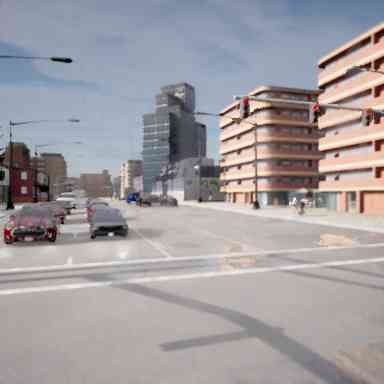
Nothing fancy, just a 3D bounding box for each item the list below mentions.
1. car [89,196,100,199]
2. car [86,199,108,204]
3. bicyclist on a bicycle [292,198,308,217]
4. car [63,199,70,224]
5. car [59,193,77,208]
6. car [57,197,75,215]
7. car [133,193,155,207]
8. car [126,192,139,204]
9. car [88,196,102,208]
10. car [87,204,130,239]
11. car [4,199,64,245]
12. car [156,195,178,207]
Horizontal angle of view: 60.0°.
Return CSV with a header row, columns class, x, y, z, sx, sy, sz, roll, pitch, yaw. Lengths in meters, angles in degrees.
class,x,y,z,sx,sy,sz,roll,pitch,yaw
car,-10.638,1.511,37.022,1.812,1.442,4.674,0,0,-18
car,-7.588,1.583,27.477,1.812,1.442,4.674,0,0,-18
bicyclist on a bicycle,9.318,1.325,28.766,1.656,1.620,0.582,-1,0,-18
car,-10.540,1.554,25.206,1.882,1.535,5.008,0,0,-18
car,-16.520,1.157,43.984,2.150,2.045,5.566,0,0,-16
car,-13.306,1.577,33.866,1.994,1.385,4.181,0,0,-18
car,-7.248,1.385,49.834,1.837,1.490,4.892,0,0,-17
car,-10.342,1.051,59.283,2.150,2.045,5.566,0,0,-18
car,-13.755,1.414,46.861,1.837,1.490,4.892,0,0,-17
car,-4.694,1.642,18.455,2.033,1.411,5.357,0,0,-18
car,-7.751,1.462,16.541,2.097,1.767,4.553,0,0,-18
car,-3.465,1.370,49.640,2.128,1.511,4.902,0,1,-18
